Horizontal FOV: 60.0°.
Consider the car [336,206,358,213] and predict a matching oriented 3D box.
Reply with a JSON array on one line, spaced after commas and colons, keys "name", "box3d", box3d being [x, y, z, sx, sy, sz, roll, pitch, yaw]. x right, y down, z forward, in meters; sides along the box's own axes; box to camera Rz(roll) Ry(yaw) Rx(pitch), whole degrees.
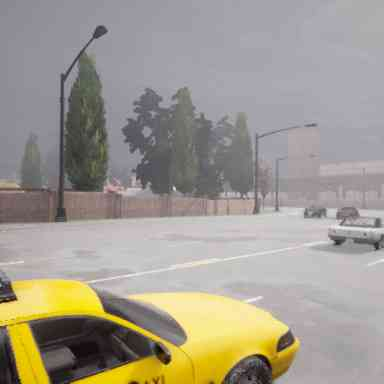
[{"name": "car", "box3d": [17.468, 2.317, 37.259, 1.812, 1.442, 4.674, 0, -2, 34]}]

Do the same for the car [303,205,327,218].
[{"name": "car", "box3d": [14.599, 2.276, 39.260, 2.128, 1.511, 4.902, 0, -2, 34]}]

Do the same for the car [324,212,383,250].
[{"name": "car", "box3d": [8.088, 1.758, 15.181, 4.718, 1.301, 1.895, 2, -1, -44]}]

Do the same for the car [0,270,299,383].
[{"name": "car", "box3d": [-1.276, 1.455, 2.847, 5.366, 1.575, 1.801, 0, 0, -36]}]
